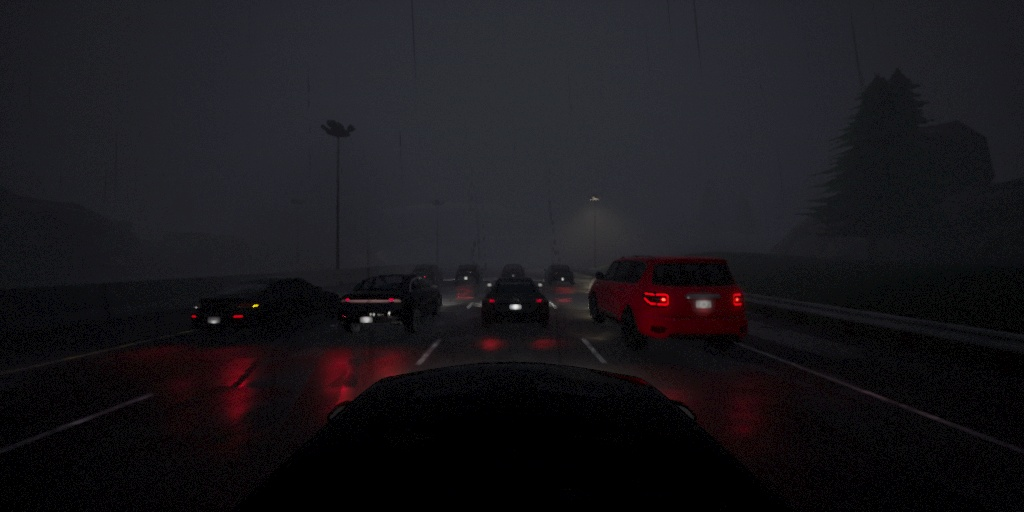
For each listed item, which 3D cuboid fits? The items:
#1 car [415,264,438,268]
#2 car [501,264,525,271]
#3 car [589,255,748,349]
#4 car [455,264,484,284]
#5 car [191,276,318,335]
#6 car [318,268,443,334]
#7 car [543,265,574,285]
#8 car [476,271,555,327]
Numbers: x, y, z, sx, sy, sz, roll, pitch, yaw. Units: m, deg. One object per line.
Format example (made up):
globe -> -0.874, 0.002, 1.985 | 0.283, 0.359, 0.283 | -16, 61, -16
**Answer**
car -> -6.908, 1.409, 29.422 | 1.837, 1.490, 4.892 | 0, 0, 0
car -> 0.092, 1.385, 29.968 | 1.882, 1.535, 5.008 | 0, 0, 0
car -> 3.598, 1.015, 9.418 | 2.150, 2.045, 5.566 | 0, 0, 0
car -> -3.407, 1.406, 28.926 | 1.837, 1.490, 4.892 | 0, 0, 0
car -> -6.902, 1.325, 10.609 | 1.812, 1.442, 4.674 | 0, 0, 0
car -> -3.403, 1.292, 10.802 | 2.128, 1.511, 4.902 | 0, 0, 0
car -> 3.594, 1.401, 27.846 | 1.837, 1.490, 4.892 | 0, 0, 0
car -> 0.097, 1.370, 11.792 | 1.994, 1.385, 4.181 | 0, 0, 0
